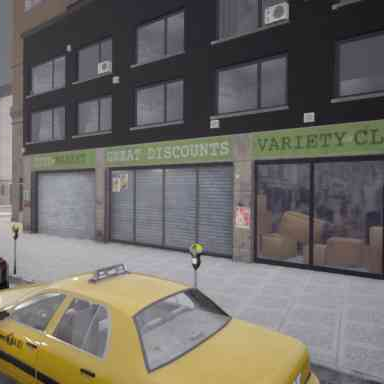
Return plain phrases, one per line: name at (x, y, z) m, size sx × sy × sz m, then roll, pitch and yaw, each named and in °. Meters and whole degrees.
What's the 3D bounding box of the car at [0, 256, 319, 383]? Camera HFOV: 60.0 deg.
car at (-1.132, 1.525, 3.886) m, size 4.829 × 1.417 × 1.752 m, roll 0°, pitch 1°, yaw 35°
